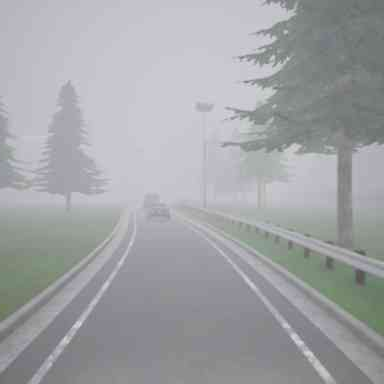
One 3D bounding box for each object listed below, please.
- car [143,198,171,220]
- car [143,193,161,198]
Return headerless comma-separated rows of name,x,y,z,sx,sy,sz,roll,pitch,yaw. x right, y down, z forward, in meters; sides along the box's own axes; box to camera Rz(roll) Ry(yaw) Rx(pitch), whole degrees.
car,-2.925,1.539,28.083,2.033,1.411,5.357,0,0,-11
car,-5.417,1.210,44.690,2.150,2.045,5.566,0,0,-7
